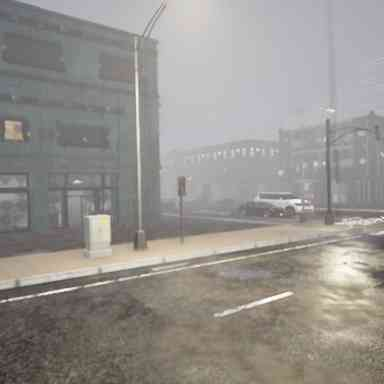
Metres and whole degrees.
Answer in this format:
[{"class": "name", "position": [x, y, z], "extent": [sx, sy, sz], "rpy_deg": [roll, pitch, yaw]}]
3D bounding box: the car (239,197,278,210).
[{"class": "car", "position": [7.906, 1.288, 39.966], "extent": [2.008, 1.369, 4.403], "rpy_deg": [-3, 1, -35]}]

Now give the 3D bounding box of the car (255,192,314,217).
[{"class": "car", "position": [8.050, 1.015, 29.778], "extent": [2.150, 2.045, 5.566], "rpy_deg": [-2, 2, -35]}]

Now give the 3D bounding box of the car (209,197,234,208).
[{"class": "car", "position": [4.698, 1.382, 44.476], "extent": [1.802, 1.307, 4.206], "rpy_deg": [-3, 1, -35]}]

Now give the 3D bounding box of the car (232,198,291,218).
[{"class": "car", "position": [5.820, 1.442, 28.239], "extent": [1.947, 1.339, 4.313], "rpy_deg": [-3, 1, -35]}]

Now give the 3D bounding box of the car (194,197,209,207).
[{"class": "car", "position": [1.491, 1.444, 48.986], "extent": [1.802, 1.307, 4.206], "rpy_deg": [-3, 1, -35]}]

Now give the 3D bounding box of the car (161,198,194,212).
[{"class": "car", "position": [-2.131, 1.472, 39.615], "extent": [1.967, 1.590, 4.097], "rpy_deg": [-3, 1, -35]}]

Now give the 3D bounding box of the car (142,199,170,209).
[{"class": "car", "position": [-5.287, 1.662, 48.571], "extent": [1.895, 1.301, 4.718], "rpy_deg": [-2, 0, -35]}]
